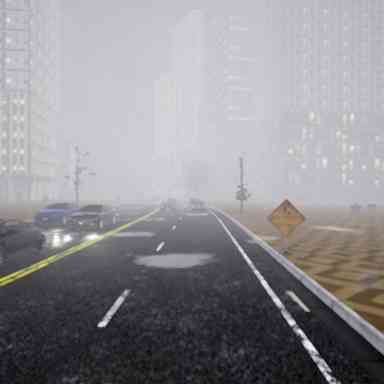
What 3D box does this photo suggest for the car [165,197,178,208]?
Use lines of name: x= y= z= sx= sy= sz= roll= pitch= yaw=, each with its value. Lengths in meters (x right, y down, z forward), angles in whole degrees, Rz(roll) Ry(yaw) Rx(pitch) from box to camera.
car: x=-2.942 y=1.538 z=49.141 sx=1.812 sy=1.442 sz=4.674 roll=0 pitch=0 yaw=-3

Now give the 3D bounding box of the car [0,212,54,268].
car: x=-6.367 y=1.539 z=10.513 sx=1.994 sy=1.385 sz=4.181 roll=0 pitch=0 yaw=2

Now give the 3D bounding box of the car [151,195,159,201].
car: x=-8.382 y=1.300 z=75.153 sx=1.895 sy=1.301 sz=4.718 roll=0 pitch=0 yaw=-6

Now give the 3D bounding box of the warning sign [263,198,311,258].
warning sign: x=3.105 y=1.148 z=11.011 sx=1.300 sy=1.860 sz=1.060 roll=1 pitch=0 yaw=1

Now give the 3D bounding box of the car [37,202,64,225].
car: x=-9.314 y=1.446 z=23.705 sx=1.882 sy=1.535 sz=5.008 roll=0 pitch=0 yaw=1

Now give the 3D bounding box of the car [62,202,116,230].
car: x=-6.124 y=1.490 z=20.885 sx=1.837 sy=1.490 sz=4.892 roll=0 pitch=0 yaw=1

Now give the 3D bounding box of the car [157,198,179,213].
car: x=-2.572 y=1.617 z=37.389 sx=1.895 sy=1.301 sz=4.718 roll=0 pitch=0 yaw=-1

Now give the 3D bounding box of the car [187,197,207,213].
car: x=0.684 y=1.583 z=36.919 sx=2.033 sy=1.411 sz=5.357 roll=0 pitch=0 yaw=-1

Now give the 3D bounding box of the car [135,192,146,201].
car: x=-11.606 y=0.915 z=74.752 sx=2.150 sy=2.045 sz=5.566 roll=0 pitch=0 yaw=-6

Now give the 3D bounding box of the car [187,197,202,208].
car: x=0.306 y=1.508 z=49.267 sx=1.882 sy=1.535 sz=5.008 roll=0 pitch=0 yaw=-3
